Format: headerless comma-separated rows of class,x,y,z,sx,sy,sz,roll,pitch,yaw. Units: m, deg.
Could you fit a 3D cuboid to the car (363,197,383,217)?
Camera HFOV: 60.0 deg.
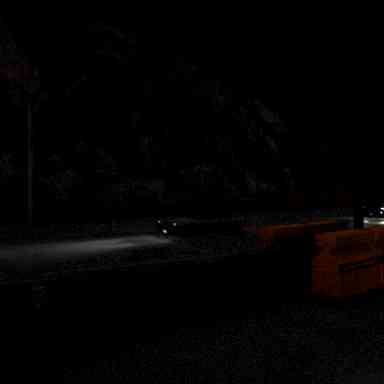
car,16.575,1.245,28.702,4.553,1.767,2.097,0,0,-35

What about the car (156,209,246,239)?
car,0.512,1.579,17.251,4.718,1.301,1.895,0,0,-35
